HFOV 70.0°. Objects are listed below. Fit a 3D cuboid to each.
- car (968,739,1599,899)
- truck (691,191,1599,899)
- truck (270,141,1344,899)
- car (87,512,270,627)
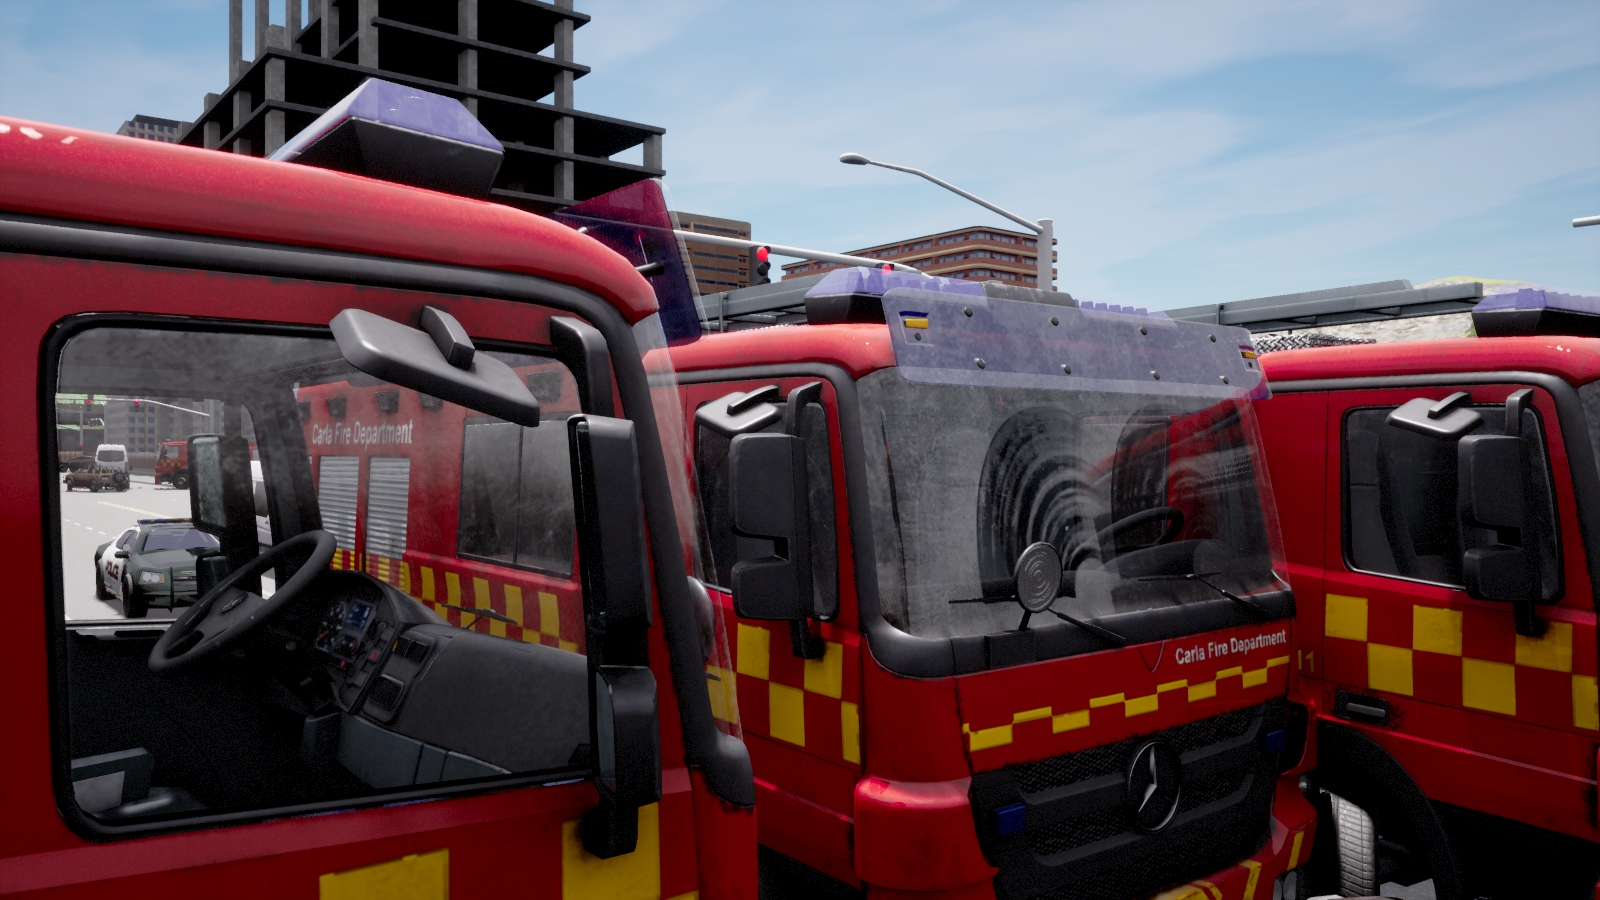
[{"bbox_3d":[2.437,2.065,3.109,1.970,1.475,3.806,0,0,-30],"label":"car"},{"bbox_3d":[2.348,0.890,8.605,2.891,3.827,8.468,0,0,-31],"label":"truck"},{"bbox_3d":[-1.099,0.890,8.003,2.891,3.827,8.468,0,0,-38],"label":"truck"},{"bbox_3d":[-11.386,2.037,20.746,2.038,1.542,4.974,0,0,-39],"label":"car"}]
